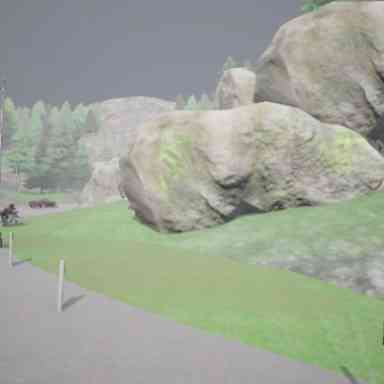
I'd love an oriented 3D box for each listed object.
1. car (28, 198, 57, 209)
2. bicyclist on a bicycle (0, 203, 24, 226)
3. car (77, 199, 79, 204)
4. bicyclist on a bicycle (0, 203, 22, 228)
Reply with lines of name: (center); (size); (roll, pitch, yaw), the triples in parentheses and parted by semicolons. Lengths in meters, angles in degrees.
car: (-21.994, 1.597, 49.185); (1.882, 1.535, 5.008); (1, 0, 10)
bicyclist on a bicycle: (-13.224, 1.663, 24.364); (1.656, 1.620, 0.582); (-2, 0, 15)
car: (-19.393, 1.638, 61.605); (1.994, 1.385, 4.181); (1, 1, 19)
bicyclist on a bicycle: (-12.892, 1.661, 23.414); (1.656, 1.620, 0.582); (-2, 1, -20)
